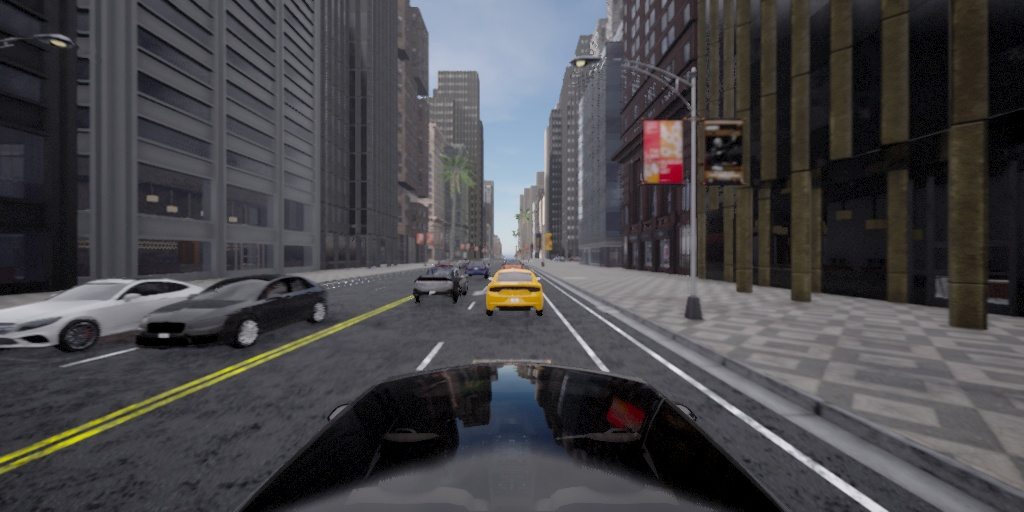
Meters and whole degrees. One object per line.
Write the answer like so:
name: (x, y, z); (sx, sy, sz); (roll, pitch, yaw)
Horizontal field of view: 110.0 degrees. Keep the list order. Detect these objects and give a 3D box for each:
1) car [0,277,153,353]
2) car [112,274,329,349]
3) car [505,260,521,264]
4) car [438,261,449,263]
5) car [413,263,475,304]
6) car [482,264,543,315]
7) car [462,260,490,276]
car: (-9.850, 1.278, 9.007); (1.812, 1.442, 4.674); (0, 0, 0)
car: (-6.600, 1.258, 9.221); (1.837, 1.490, 4.892); (0, 0, 0)
car: (0.099, 1.115, 33.652); (2.097, 1.767, 4.553); (0, 0, 0)
car: (-9.831, 1.372, 50.748); (1.895, 1.301, 4.718); (0, 0, 0)
car: (-3.150, 1.248, 16.577); (2.128, 1.511, 4.902); (0, 0, 0)
car: (0.102, 1.233, 13.691); (1.882, 1.535, 5.008); (0, 0, 0)
car: (-3.151, 1.115, 33.652); (2.097, 1.767, 4.553); (0, 0, 0)
